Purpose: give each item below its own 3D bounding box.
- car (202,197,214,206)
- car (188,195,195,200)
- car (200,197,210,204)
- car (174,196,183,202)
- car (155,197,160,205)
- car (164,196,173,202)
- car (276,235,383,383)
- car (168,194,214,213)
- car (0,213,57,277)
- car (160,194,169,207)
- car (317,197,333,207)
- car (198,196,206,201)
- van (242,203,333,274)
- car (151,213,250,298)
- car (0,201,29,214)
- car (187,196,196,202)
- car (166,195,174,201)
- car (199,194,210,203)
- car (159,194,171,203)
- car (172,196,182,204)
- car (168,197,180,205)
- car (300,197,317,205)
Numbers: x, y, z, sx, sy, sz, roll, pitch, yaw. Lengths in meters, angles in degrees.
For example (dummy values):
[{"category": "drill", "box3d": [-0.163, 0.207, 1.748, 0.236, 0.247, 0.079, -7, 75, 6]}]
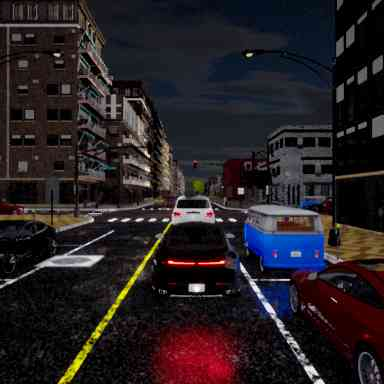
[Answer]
[{"category": "car", "box3d": [2.596, 1.562, 55.265, 1.752, 1.417, 4.829, 0, 0, 0]}, {"category": "car", "box3d": [-0.160, 1.584, 91.929, 1.895, 1.301, 4.718, 0, 0, 0]}, {"category": "car", "box3d": [2.577, 1.634, 66.173, 1.802, 1.307, 4.206, 0, 0, 0]}, {"category": "car", "box3d": [-3.138, 1.624, 78.180, 1.994, 1.385, 4.181, 0, 0, 0]}, {"category": "car", "box3d": [-5.794, 1.569, 60.448, 1.752, 1.417, 4.829, 0, 0, 0]}, {"category": "car", "box3d": [-5.833, 1.632, 82.775, 2.008, 1.369, 4.403, 0, 0, 0]}, {"category": "car", "box3d": [2.652, 1.582, 4.619, 1.802, 1.307, 4.206, 0, 0, 0]}, {"category": "car", "box3d": [0.057, 1.225, 18.491, 2.150, 2.045, 5.566, 0, 0, 0]}, {"category": "car", "box3d": [-5.705, 1.567, 10.319, 1.947, 1.339, 4.313, 0, 0, 0]}, {"category": "car", "box3d": [-3.187, 1.383, 50.165, 2.097, 1.767, 4.553, 0, 0, 0]}, {"category": "car", "box3d": [14.868, 1.359, 31.221, 5.009, 1.841, 2.192, 0, 0, 0]}, {"category": "car", "box3d": [2.538, 1.643, 88.329, 2.008, 1.369, 4.403, 0, 0, 0]}, {"category": "van", "box3d": [2.643, 1.343, 10.308, 1.690, 1.788, 3.998, 0, 0, 0]}, {"category": "car", "box3d": [0.083, 1.506, 8.491, 1.837, 1.490, 4.892, 0, 0, 0]}, {"category": "car", "box3d": [-17.520, 1.535, 31.084, 4.206, 1.307, 1.802, 0, 0, 0]}, {"category": "car", "box3d": [-0.143, 1.618, 81.479, 2.033, 1.411, 5.357, 0, 0, 0]}, {"category": "car", "box3d": [-5.842, 1.617, 88.144, 1.752, 1.417, 4.829, 0, 0, 0]}, {"category": "car", "box3d": [2.568, 1.376, 71.712, 2.192, 1.841, 5.009, 0, 0, 0]}, {"category": "car", "box3d": [-5.813, 1.376, 71.697, 2.192, 1.841, 5.009, 0, 0, 0]}, {"category": "car", "box3d": [-3.134, 1.581, 68.164, 1.812, 1.442, 4.674, 0, 0, 0]}, {"category": "car", "box3d": [-3.179, 1.643, 59.108, 1.895, 1.301, 4.718, 0, 0, 0]}, {"category": "car", "box3d": [15.082, 1.620, 36.973, 5.357, 1.411, 2.033, 0, 0, 2]}]
